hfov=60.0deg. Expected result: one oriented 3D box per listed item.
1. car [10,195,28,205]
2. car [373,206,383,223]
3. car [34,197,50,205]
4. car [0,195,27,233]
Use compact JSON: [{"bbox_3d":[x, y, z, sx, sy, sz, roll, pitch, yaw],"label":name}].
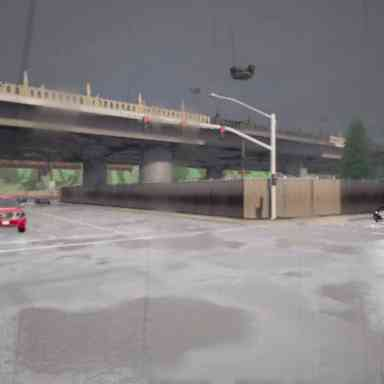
[{"bbox_3d":[-30.587,1.361,58.754,2.097,1.767,4.553,0,0,-36],"label":"car"},{"bbox_3d":[14.372,1.332,22.869,4.902,1.511,2.128,0,0,-35],"label":"car"},{"bbox_3d":[-26.701,1.553,59.346,1.994,1.385,4.181,0,0,-36],"label":"car"},{"bbox_3d":[-11.236,1.244,19.446,2.150,2.045,5.566,0,0,-36],"label":"car"}]
